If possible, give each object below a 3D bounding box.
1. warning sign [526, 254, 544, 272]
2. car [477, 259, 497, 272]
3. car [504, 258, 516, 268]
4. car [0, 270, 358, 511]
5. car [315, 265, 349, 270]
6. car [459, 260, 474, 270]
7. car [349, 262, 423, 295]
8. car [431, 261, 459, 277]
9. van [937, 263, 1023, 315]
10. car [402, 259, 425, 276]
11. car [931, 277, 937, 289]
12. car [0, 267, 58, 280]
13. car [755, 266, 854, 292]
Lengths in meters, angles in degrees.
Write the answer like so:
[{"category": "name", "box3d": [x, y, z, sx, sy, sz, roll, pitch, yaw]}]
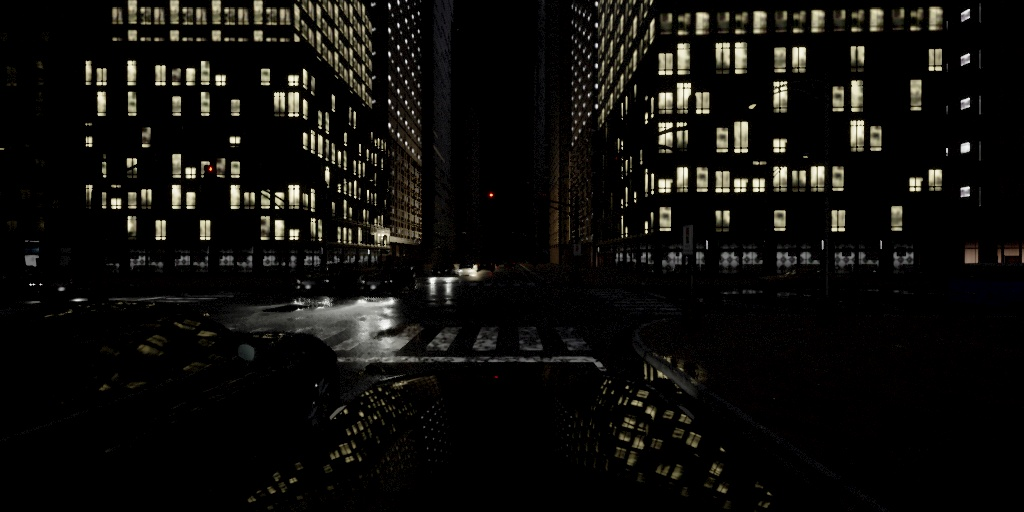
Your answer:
[{"category": "warning sign", "box3d": [2.611, 0.910, 40.854, 1.300, 1.860, 1.060, 0, 0, 0]}, {"category": "car", "box3d": [-3.432, 1.163, 47.835, 2.097, 1.767, 4.553, 0, 0, 0]}, {"category": "car", "box3d": [-0.380, 1.426, 63.851, 1.994, 1.385, 4.181, 0, 0, 0]}, {"category": "car", "box3d": [-3.155, 1.102, 2.581, 2.097, 1.767, 4.553, 0, 0, 0]}, {"category": "car", "box3d": [-9.960, 1.248, 19.944, 2.128, 1.511, 4.902, 0, 0, 0]}, {"category": "car", "box3d": [-6.910, 1.356, 54.347, 1.812, 1.442, 4.674, 0, 0, 0]}, {"category": "car", "box3d": [-6.708, 1.249, 19.761, 2.128, 1.511, 4.902, 0, 0, 0]}, {"category": "car", "box3d": [-6.809, 1.289, 35.802, 1.837, 1.490, 4.892, 0, 0, 0]}, {"category": "van", "box3d": [18.292, 1.119, 12.792, 3.998, 1.789, 1.690, 0, 0, 2]}, {"category": "car", "box3d": [-10.053, 1.136, 35.291, 2.097, 1.767, 4.553, 0, 0, 0]}, {"category": "car", "box3d": [26.808, 1.356, 20.531, 4.207, 1.307, 1.802, 0, 0, 2]}, {"category": "car", "box3d": [-23.084, 1.250, 16.416, 4.902, 1.511, 2.128, 0, 0, 0]}, {"category": "car", "box3d": [16.971, 1.293, 20.956, 4.829, 1.417, 1.751, 0, 0, 2]}]
